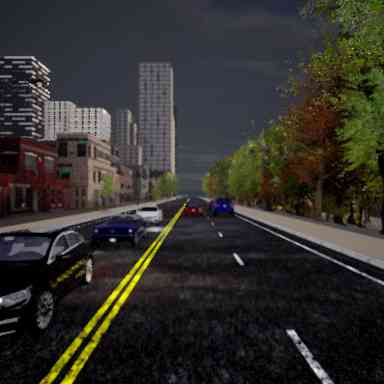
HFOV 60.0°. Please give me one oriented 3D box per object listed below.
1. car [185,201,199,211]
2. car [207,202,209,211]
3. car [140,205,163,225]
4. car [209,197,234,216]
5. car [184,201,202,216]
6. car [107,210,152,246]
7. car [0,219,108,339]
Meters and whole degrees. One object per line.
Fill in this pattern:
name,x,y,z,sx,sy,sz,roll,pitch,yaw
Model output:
car,0.026,2.013,48.057,1.994,1.385,4.181,0,0,0
car,3.274,1.931,48.550,1.882,1.535,5.008,0,0,0
car,-3.332,1.773,26.317,1.812,1.442,4.674,0,-1,0
car,3.362,1.566,36.692,2.150,2.045,5.566,0,-1,0
car,0.121,1.914,37.281,1.994,1.385,4.181,0,0,-1
car,-3.345,1.754,16.283,1.895,1.301,4.718,0,-1,0
car,-3.401,1.557,6.937,2.128,1.511,4.902,0,-1,-3
